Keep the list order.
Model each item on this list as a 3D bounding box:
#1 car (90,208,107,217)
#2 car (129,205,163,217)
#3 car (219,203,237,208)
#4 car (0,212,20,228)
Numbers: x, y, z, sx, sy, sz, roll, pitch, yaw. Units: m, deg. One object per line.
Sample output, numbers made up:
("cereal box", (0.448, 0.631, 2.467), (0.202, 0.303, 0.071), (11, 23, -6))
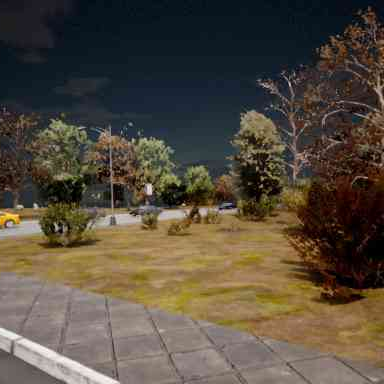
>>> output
("car", (-11.724, 2.459, 35.903), (2.033, 1.411, 5.357), (-3, -2, 32))
("car", (-6.083, 2.510, 44.875), (2.033, 1.411, 5.357), (-3, -2, 32))
("car", (6.535, 2.533, 58.083), (1.895, 1.301, 4.718), (-3, -2, 32))
("car", (-17.053, 2.368, 27.665), (1.882, 1.535, 5.008), (-3, -2, 33))
